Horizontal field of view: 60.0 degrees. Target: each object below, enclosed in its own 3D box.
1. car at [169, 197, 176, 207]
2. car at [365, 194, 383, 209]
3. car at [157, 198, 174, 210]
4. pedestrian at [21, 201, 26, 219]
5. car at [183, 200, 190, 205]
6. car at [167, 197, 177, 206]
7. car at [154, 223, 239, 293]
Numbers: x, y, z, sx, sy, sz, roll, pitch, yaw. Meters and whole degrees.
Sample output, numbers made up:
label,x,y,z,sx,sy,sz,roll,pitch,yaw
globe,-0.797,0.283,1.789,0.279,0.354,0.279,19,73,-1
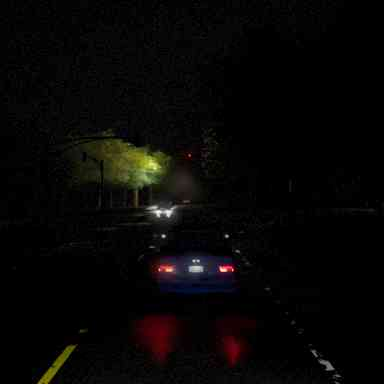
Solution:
label,x,y,z,sx,sy,sz,roll,pitch,yaw
car,-4.359,1.910,58.932,2.097,1.767,4.553,0,-1,-1
car,18.467,0.727,30.403,4.892,1.490,1.837,-2,0,3
car,-4.173,2.000,49.827,1.895,1.301,4.718,0,-1,-1
pedestrian,-18.094,1.918,35.666,0.375,1.860,0.375,0,1,2
car,-1.509,2.963,91.001,1.895,1.301,4.718,0,-2,-1
car,-4.746,2.226,79.341,2.150,2.045,5.566,0,-1,-1
car,0.089,1.550,8.997,2.033,1.411,5.357,0,0,0
